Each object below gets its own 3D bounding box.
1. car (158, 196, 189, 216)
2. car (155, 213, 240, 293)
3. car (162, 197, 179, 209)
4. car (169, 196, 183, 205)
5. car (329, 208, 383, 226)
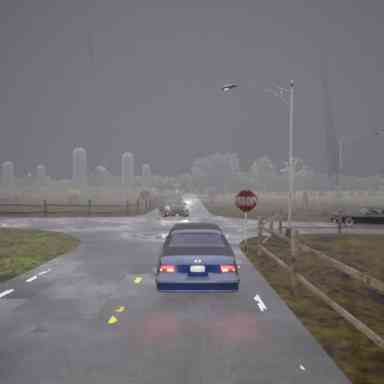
[{"bbox_3d":[-1.728,1.331,29.717,2.097,1.767,4.553,0,0,-14],"label":"car"},{"bbox_3d":[0.103,1.543,8.988,2.033,1.411,5.357,0,0,0],"label":"car"},{"bbox_3d":[-2.843,1.436,44.649,1.882,1.535,5.008,0,0,0],"label":"car"},{"bbox_3d":[-2.801,1.420,59.435,2.128,1.511,4.902,0,0,0],"label":"car"},{"bbox_3d":[12.743,1.844,24.588,4.718,1.301,1.895,1,1,0],"label":"car"}]
